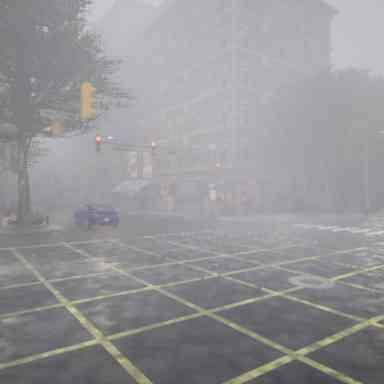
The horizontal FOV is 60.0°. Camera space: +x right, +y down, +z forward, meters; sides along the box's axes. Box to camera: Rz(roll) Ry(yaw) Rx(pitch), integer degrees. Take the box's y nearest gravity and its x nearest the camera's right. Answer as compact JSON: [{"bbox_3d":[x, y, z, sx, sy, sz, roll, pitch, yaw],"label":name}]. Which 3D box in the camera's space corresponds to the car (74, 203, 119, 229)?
[{"bbox_3d":[-6.330,1.482,21.761,1.882,1.535,5.008,1,0,-32],"label":"car"}]
